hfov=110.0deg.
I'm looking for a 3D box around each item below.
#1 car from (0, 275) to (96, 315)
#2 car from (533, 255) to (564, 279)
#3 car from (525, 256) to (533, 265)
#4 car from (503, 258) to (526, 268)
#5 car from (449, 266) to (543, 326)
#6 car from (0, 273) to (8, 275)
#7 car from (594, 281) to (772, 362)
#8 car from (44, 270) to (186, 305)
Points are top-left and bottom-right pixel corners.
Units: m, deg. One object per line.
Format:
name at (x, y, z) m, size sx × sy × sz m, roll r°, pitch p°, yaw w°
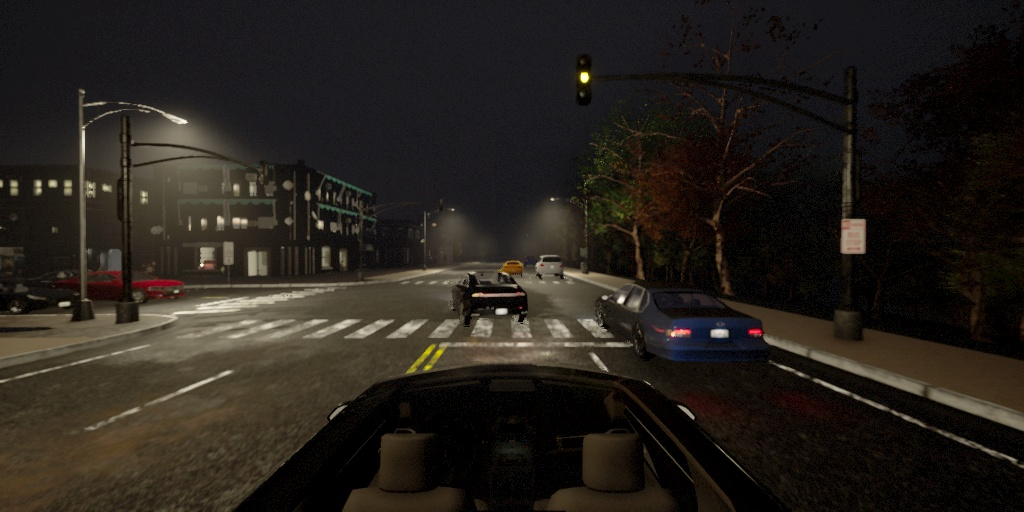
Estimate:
car at (-19.945, 1.566, 14.254) m, size 4.313 × 1.339 × 1.948 m, roll 0°, pitch 0°, yaw 0°
car at (3.356, 0.967, 32.727) m, size 2.150 × 2.045 × 5.566 m, roll 0°, pitch 0°, yaw 0°
car at (3.260, 0.959, 64.283) m, size 2.150 × 2.045 × 5.566 m, roll 0°, pitch 0°, yaw 0°
car at (0.108, 1.223, 35.562) m, size 1.882 × 1.535 × 5.008 m, roll 0°, pitch 0°, yaw 0°
car at (-0.930, 1.241, 11.774) m, size 2.128 × 1.511 × 4.902 m, roll 0°, pitch 0°, yaw -16°
car at (-33.811, 1.657, 22.776) m, size 4.207 × 1.307 × 1.802 m, roll 0°, pitch 0°, yaw 0°
car at (3.350, 1.297, 8.296) m, size 2.033 × 1.411 × 5.357 m, roll 0°, pitch 0°, yaw 0°
car at (-18.418, 1.434, 16.974) m, size 5.008 × 1.535 × 1.882 m, roll 0°, pitch 1°, yaw -1°
